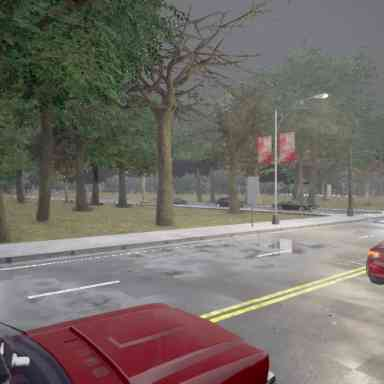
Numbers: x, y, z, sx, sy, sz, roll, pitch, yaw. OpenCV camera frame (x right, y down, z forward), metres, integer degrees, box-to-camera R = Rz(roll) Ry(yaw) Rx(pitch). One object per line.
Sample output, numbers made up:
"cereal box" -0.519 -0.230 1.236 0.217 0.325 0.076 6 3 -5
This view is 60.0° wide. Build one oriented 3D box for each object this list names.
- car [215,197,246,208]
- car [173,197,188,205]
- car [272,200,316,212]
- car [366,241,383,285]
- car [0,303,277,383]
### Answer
"car" 5.207 1.476 45.534 1.837 1.490 4.892 0 0 -38
"car" -2.927 1.509 55.868 2.033 1.411 5.357 0 0 -38
"car" 11.516 1.586 37.538 1.895 1.301 4.718 0 0 -38
"car" 6.045 1.527 8.262 4.674 1.442 1.812 0 0 -38
"car" -1.532 1.601 2.267 4.718 1.301 1.895 0 0 -38
